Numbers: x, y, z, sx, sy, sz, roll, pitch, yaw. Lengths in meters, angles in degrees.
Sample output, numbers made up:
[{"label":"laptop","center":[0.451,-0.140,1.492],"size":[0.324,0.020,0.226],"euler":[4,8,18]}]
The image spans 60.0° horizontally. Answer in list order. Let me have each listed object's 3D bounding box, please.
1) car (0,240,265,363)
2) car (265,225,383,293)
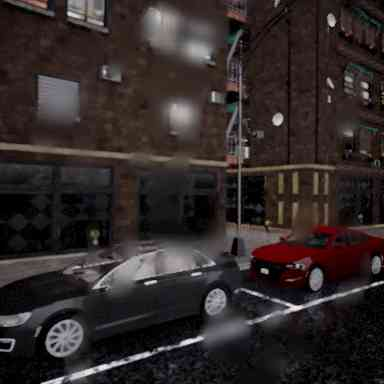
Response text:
[{"label":"car","center":[-1.053,1.575,5.806],"size":[4.403,1.369,2.008],"euler":[1,0,-36]},{"label":"car","center":[3.535,1.626,9.079],"size":[4.507,1.381,1.887],"euler":[1,0,-36]}]
